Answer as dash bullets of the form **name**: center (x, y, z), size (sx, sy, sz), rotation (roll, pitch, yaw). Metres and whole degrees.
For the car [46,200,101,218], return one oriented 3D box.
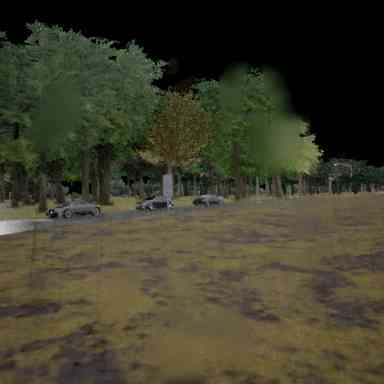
- **car**: center (-9.466, 1.330, 26.745), size (1.994, 1.385, 4.181), rotation (-3, -1, 36)

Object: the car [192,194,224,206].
- **car**: center (2.164, 1.000, 43.212), size (2.033, 1.411, 5.357), rotation (-3, -1, 35)

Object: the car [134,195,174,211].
- **car**: center (-3.885, 1.118, 34.670), size (1.837, 1.490, 4.892), rotation (-3, -1, 36)
